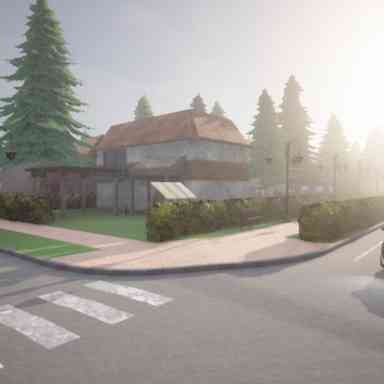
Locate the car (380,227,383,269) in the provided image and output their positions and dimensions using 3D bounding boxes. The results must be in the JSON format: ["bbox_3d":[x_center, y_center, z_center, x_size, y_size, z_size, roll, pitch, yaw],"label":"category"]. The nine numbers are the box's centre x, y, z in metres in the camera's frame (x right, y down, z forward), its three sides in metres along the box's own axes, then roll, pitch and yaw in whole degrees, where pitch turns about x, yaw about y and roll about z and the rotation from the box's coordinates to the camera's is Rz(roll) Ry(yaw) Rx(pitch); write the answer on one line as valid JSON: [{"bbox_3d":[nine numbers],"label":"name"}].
[{"bbox_3d":[6.828,1.370,9.565,1.837,1.490,4.892,1,2,40],"label":"car"}]
